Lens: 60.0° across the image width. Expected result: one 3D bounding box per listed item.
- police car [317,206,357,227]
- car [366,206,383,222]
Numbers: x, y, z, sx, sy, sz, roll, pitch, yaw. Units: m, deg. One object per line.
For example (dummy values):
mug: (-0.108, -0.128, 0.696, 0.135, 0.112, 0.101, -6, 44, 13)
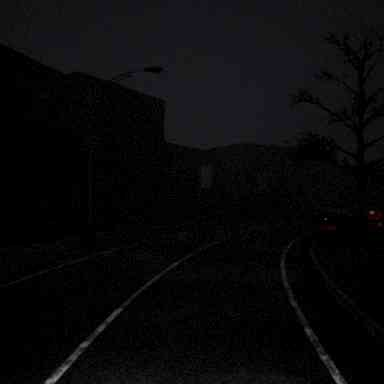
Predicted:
police car: (12.967, 2.109, 29.508, 5.238, 1.638, 1.930, 2, -1, -45)
car: (20.208, 2.247, 35.167, 4.553, 1.767, 2.097, 2, -1, -31)
